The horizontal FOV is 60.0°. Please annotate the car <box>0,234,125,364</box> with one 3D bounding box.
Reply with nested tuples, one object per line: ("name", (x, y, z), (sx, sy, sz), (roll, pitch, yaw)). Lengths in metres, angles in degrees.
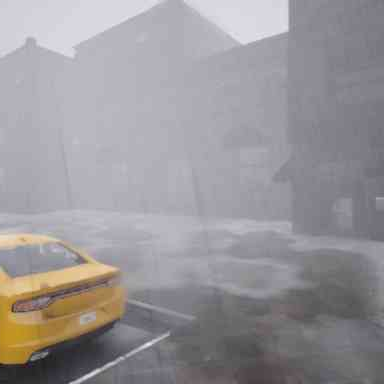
("car", (-3.342, 1.481, 5.774), (5.008, 1.535, 2.097), (0, 0, 36))
